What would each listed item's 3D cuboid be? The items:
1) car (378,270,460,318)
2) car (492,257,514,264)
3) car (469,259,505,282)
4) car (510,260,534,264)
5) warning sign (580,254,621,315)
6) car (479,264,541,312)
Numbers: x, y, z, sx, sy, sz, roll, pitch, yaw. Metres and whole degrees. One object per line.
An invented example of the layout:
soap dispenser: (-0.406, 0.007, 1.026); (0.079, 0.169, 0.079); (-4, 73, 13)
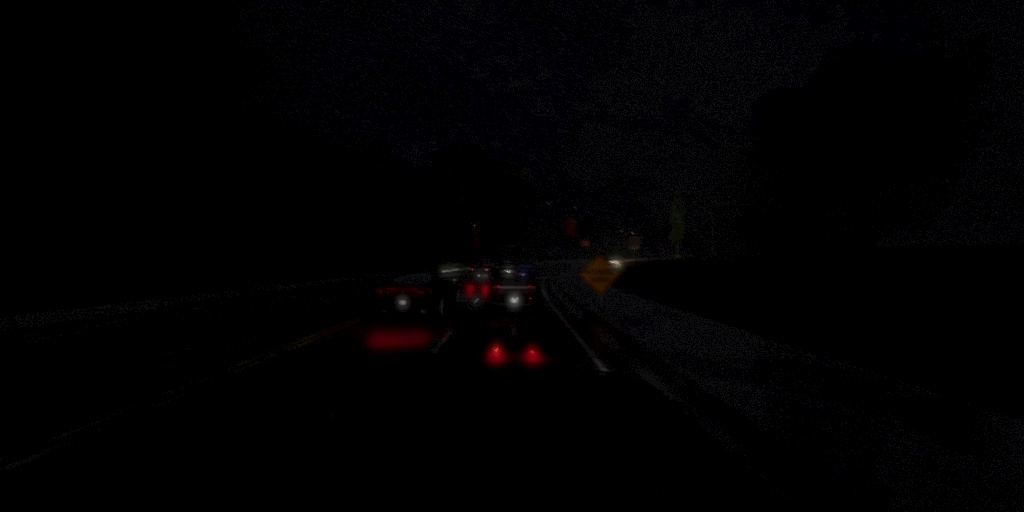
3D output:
car: (-3.152, 1.233, 13.040); (1.882, 1.535, 5.008); (0, 0, 2)
car: (-0.774, 1.048, 52.911); (2.097, 1.767, 4.553); (0, 0, 16)
car: (-2.158, 1.235, 28.999); (2.128, 1.511, 4.902); (0, 0, 7)
car: (1.219, 1.256, 29.831); (1.812, 1.442, 4.674); (0, 0, 7)
warning sign: (2.849, 0.870, 11.408); (1.300, 1.860, 1.060); (0, 0, 0)
car: (0.135, 1.246, 14.177); (2.128, 1.511, 4.902); (0, 0, 1)
